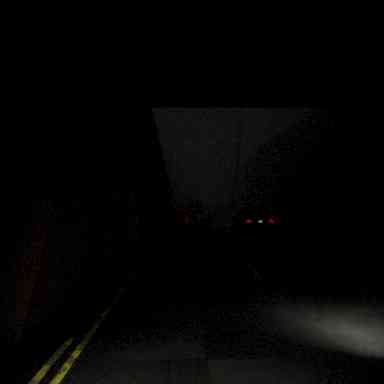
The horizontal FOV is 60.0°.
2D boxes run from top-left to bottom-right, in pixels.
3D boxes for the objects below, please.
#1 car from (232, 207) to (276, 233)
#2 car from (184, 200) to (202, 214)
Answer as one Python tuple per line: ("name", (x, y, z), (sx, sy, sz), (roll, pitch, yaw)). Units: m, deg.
("car", (3.621, 1.629, 20.057), (2.033, 1.411, 5.357), (0, 0, 0))
("car", (0.141, 1.681, 38.075), (1.812, 1.442, 4.674), (0, 0, 0))
